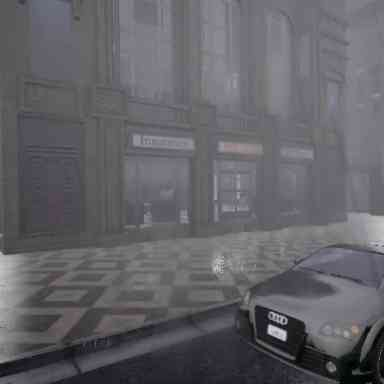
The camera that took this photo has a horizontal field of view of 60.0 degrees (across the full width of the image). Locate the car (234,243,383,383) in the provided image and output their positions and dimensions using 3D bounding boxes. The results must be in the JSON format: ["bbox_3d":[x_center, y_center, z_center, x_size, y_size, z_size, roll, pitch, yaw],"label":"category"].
[{"bbox_3d":[2.678,1.562,5.293,4.181,1.385,1.994,0,0,-36],"label":"car"}]
